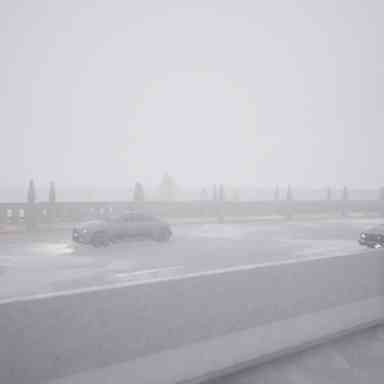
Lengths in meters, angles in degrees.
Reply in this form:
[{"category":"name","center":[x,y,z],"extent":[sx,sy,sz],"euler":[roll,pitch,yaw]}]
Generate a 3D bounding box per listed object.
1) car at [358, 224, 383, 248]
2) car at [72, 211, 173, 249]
[{"category":"car","center":[9.087,1.587,13.159],"extent":[5.357,1.411,2.033],"euler":[0,0,-26]},{"category":"car","center":[-2.940,1.528,14.340],"extent":[4.181,1.385,1.994],"euler":[0,0,-31]}]
